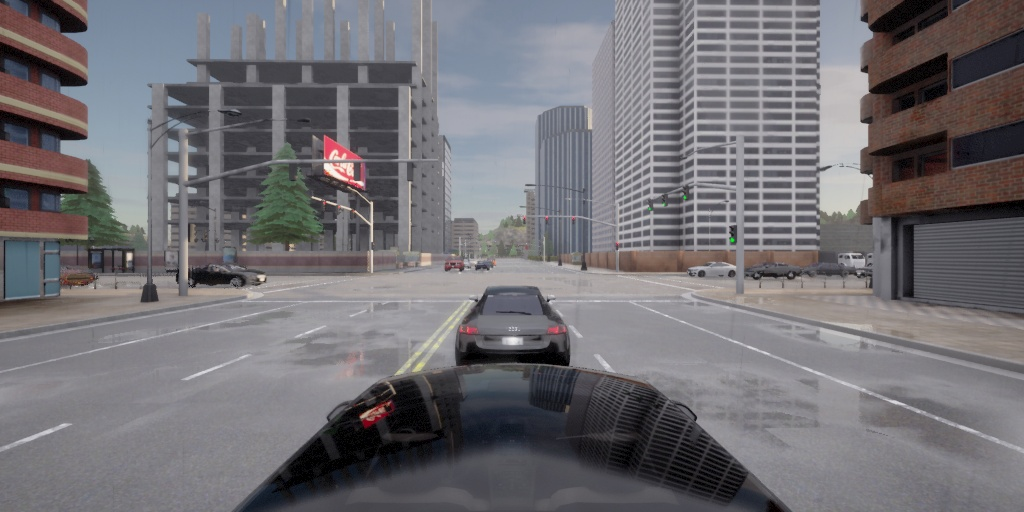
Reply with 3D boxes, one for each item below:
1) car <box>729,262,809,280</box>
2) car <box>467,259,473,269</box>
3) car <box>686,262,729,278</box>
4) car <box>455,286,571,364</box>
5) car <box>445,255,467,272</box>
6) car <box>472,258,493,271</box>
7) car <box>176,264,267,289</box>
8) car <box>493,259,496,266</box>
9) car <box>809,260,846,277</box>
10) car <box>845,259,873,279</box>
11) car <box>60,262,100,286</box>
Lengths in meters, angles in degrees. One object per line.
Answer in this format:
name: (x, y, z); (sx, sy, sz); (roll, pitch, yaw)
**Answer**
car: (21.847, 1.241, 30.615); (4.902, 1.511, 2.128); (0, 0, -1)
car: (-7.617, 1.275, 57.272); (1.812, 1.442, 4.674); (0, 0, 0)
car: (19.082, 1.275, 34.055); (4.674, 1.442, 1.812); (0, 0, -1)
car: (0.010, 1.314, 7.664); (1.994, 1.385, 4.181); (0, 0, 0)
car: (-7.568, 0.971, 47.595); (2.150, 2.045, 5.566); (0, 0, -4)
car: (-4.058, 1.351, 50.046); (1.895, 1.301, 4.718); (0, 0, -1)
car: (-18.381, 1.241, 22.812); (4.902, 1.511, 2.128); (0, 0, -1)
car: (-4.135, 1.314, 59.971); (1.994, 1.385, 4.181); (0, 0, 0)
car: (29.664, 1.297, 34.226); (5.357, 1.411, 2.033); (0, 0, -1)
car: (32.221, 1.241, 30.755); (4.902, 1.511, 2.128); (0, 0, -1)
car: (-29.528, 1.101, 22.648); (4.553, 1.767, 2.097); (0, 0, -1)
